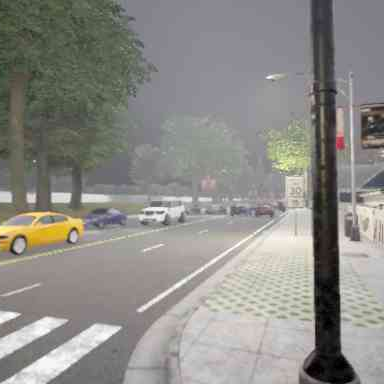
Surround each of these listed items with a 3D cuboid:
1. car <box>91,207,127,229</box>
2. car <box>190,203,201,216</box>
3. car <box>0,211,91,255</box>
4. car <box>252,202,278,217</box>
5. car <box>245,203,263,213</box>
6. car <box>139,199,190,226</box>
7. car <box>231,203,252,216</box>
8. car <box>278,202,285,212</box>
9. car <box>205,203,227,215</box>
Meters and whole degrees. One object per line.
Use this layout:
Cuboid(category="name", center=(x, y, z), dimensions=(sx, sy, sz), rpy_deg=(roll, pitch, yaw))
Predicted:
Cuboid(category="car", center=(-6.595, 1.900, 24.872), dimensions=(1.812, 1.442, 4.674), rpy_deg=(-1, -1, 19))
Cuboid(category="car", center=(-0.232, 2.228, 43.025), dimensions=(1.837, 1.490, 4.892), rpy_deg=(-1, -2, 20))
Cuboid(category="car", center=(-6.815, 1.632, 14.340), dimensions=(1.882, 1.535, 5.008), rpy_deg=(-1, -1, 19))
Cuboid(category="car", center=(8.231, 2.028, 37.232), dimensions=(1.812, 1.442, 4.674), rpy_deg=(-1, -2, 19))
Cuboid(category="car", center=(9.625, 2.402, 51.433), dimensions=(2.033, 1.411, 5.357), rpy_deg=(-1, -2, 19))
Cuboid(category="car", center=(-2.298, 1.605, 27.345), dimensions=(2.150, 2.045, 5.566), rpy_deg=(-1, -1, 19))
Cuboid(category="car", center=(6.149, 2.100, 41.290), dimensions=(1.882, 1.535, 5.008), rpy_deg=(-1, -2, 20))
Cuboid(category="car", center=(13.910, 2.353, 53.582), dimensions=(1.882, 1.535, 5.008), rpy_deg=(-1, -2, 19))
Cuboid(category="car", center=(3.151, 2.212, 42.827), dimensions=(1.812, 1.442, 4.674), rpy_deg=(-1, -2, 20))
